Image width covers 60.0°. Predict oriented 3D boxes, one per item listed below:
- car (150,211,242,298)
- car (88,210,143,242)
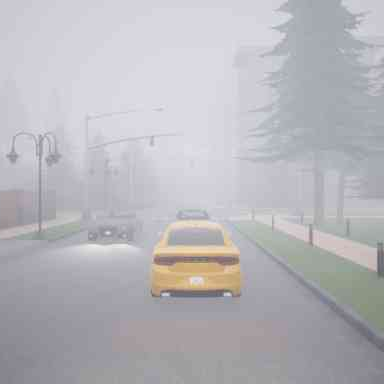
[{"bbox_3d":[0.082,1.478,8.596,1.882,1.535,5.008,0,0,0],"label":"car"},{"bbox_3d":[-3.598,1.565,16.232,1.994,1.385,4.181,0,0,0],"label":"car"}]
